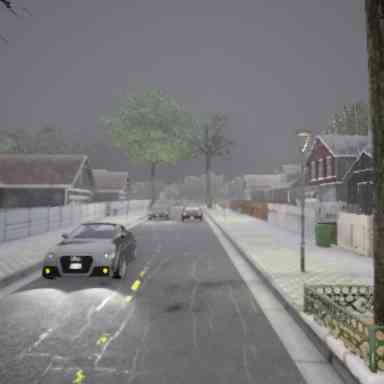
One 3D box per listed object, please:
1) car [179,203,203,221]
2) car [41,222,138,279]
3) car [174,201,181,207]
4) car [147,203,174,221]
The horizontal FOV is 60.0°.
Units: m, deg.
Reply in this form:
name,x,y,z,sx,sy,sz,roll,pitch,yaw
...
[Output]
name,x,y,z,sx,sy,sz,roll,pitch,yaw
car,0.013,1.876,29.721,1.895,1.301,4.718,0,-1,0
car,-2.867,1.639,10.136,1.994,1.385,4.181,0,-1,-1
car,-2.929,2.558,72.141,1.994,1.385,4.181,0,-1,0
car,-2.921,1.792,30.747,1.837,1.490,4.892,0,-1,0
